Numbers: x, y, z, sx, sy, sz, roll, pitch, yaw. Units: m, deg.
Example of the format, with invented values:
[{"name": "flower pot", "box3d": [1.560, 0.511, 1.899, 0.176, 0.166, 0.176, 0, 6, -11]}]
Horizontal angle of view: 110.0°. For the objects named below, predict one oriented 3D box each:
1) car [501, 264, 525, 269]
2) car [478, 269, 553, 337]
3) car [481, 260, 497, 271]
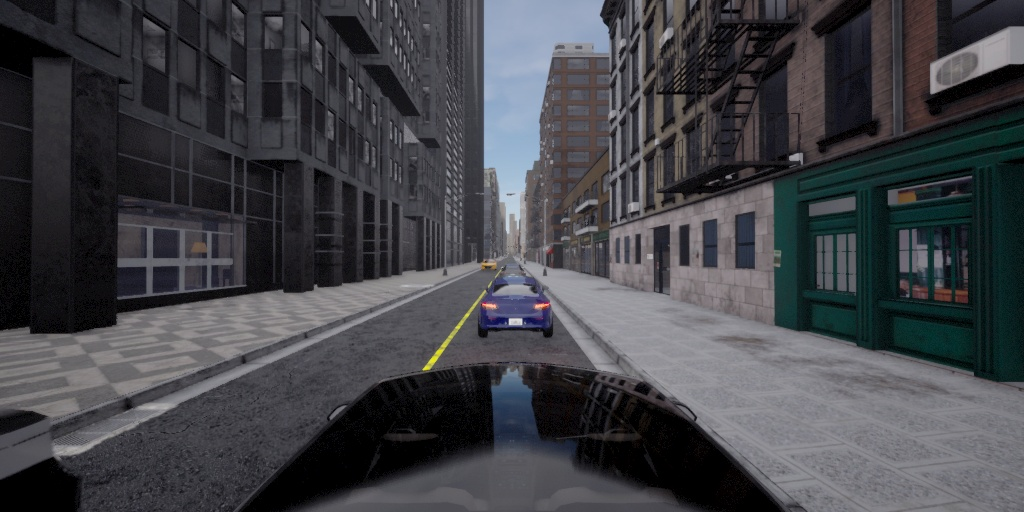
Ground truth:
[{"name": "car", "box3d": [0.062, 1.317, 28.207, 1.994, 1.385, 4.181, 0, 0, 0]}, {"name": "car", "box3d": [0.088, 1.277, 10.159, 1.812, 1.442, 4.674, 0, 0, 0]}, {"name": "car", "box3d": [-3.091, 1.231, 48.702, 1.882, 1.535, 5.008, 0, 0, 0]}]
